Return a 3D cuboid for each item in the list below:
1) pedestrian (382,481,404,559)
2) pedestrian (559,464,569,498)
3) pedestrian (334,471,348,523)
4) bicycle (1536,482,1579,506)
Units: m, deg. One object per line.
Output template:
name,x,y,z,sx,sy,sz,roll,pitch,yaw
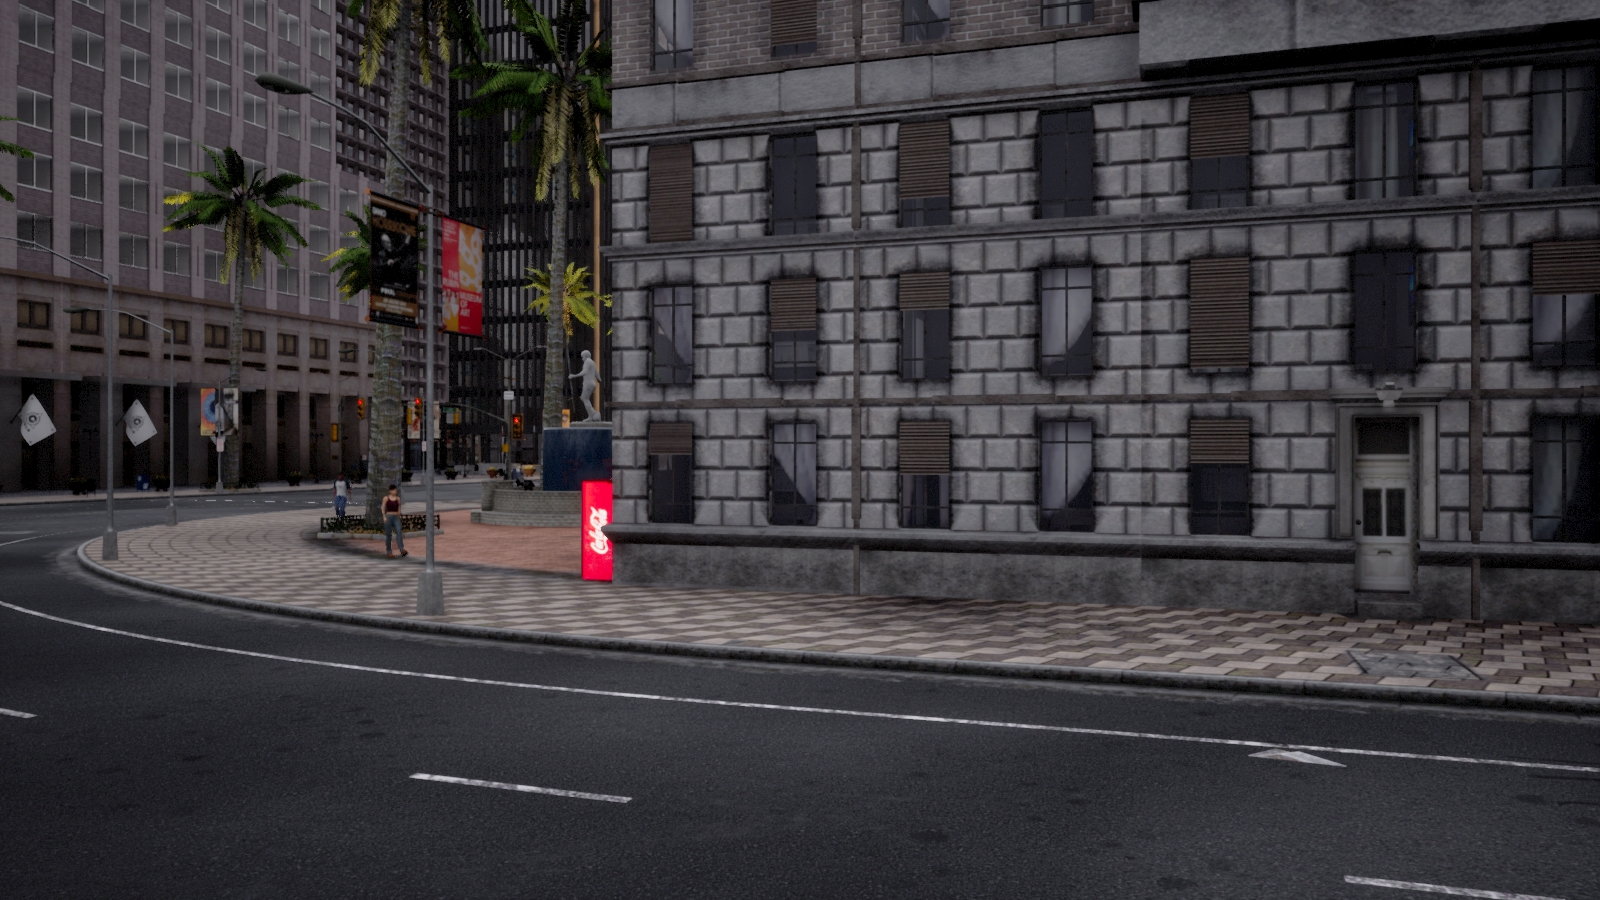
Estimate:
pedestrian,-9.908,1.696,27.817,0.375,1.860,0.375,0,0,-43
pedestrian,-12.920,1.697,62.494,0.375,1.860,0.375,0,0,-45
pedestrian,-16.545,1.697,41.191,0.375,1.860,0.375,0,0,-4
bicycle,38.688,2.243,58.348,0.329,1.171,1.835,8,-5,-31
